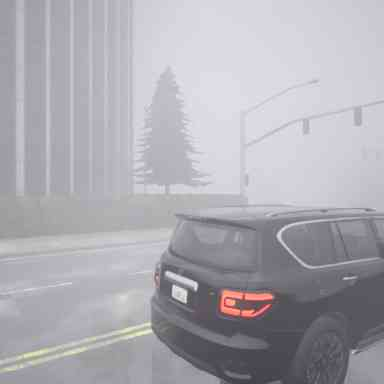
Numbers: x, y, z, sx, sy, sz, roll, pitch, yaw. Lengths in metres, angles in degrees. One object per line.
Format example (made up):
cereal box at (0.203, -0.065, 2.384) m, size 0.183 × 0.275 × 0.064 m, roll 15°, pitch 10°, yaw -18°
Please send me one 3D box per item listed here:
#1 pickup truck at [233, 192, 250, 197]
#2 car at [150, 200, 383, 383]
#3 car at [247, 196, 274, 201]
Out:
pickup truck at (10.283, 1.059, 68.812) m, size 2.390 × 2.098 × 6.274 m, roll 0°, pitch 0°, yaw -5°
car at (2.067, 1.221, 5.213) m, size 5.566 × 2.045 × 2.150 m, roll 0°, pitch 0°, yaw -35°
car at (9.448, 1.564, 41.781) m, size 1.994 × 1.385 × 4.181 m, roll 0°, pitch 0°, yaw -36°
